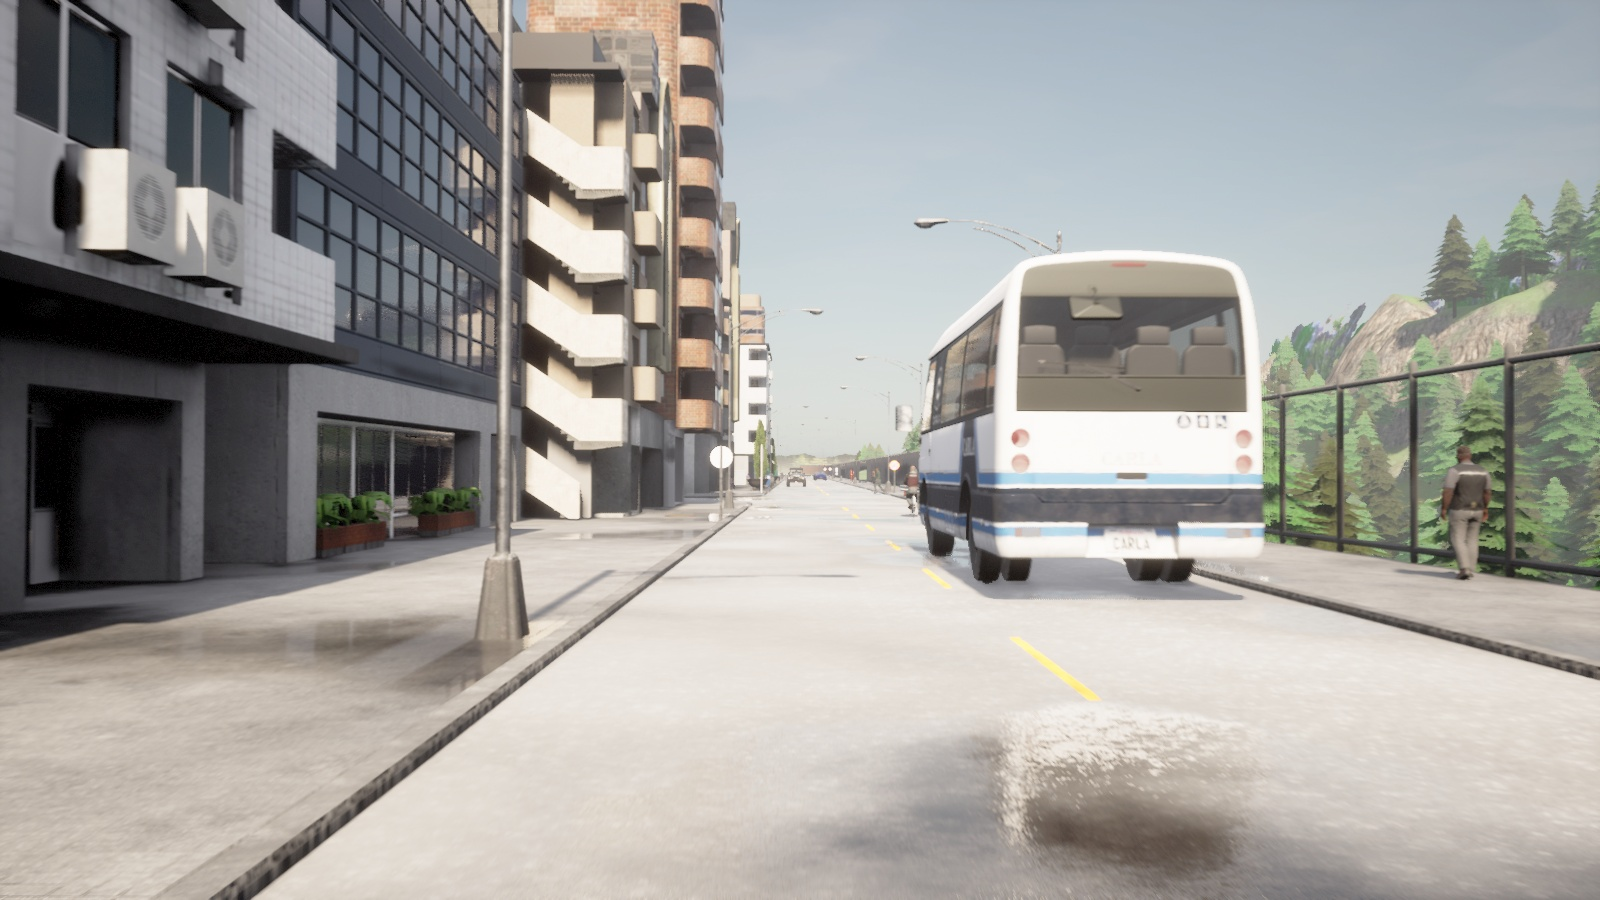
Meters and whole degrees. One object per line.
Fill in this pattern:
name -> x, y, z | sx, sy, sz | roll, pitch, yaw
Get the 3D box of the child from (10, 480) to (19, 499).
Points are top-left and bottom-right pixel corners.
child -> -47.042, 2.351, 75.183 | 0.394, 1.110, 0.255 | 0, -1, -1

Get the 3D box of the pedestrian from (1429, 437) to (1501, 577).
pedestrian -> 9.179, 0.778, 17.348 | 0.563, 1.883, 0.849 | 0, -1, 4

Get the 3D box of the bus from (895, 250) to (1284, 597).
bus -> 3.941, -0.233, 20.581 | 3.944, 4.253, 10.273 | 0, -1, 0
